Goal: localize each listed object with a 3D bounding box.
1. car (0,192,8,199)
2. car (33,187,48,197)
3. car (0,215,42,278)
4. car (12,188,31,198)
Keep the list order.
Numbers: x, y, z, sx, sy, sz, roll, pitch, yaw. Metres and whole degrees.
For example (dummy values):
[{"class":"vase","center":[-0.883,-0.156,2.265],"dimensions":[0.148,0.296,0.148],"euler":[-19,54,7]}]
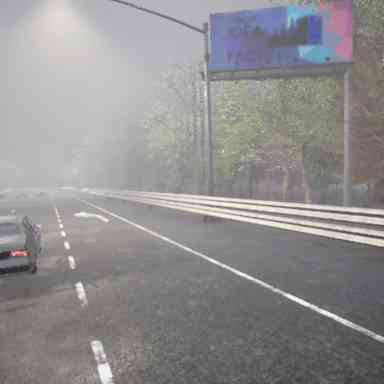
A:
[{"class":"car","center":[-36.436,0.628,63.653],"dimensions":[1.895,1.301,4.718],"euler":[-3,2,-23]},{"class":"car","center":[-29.967,0.308,66.312],"dimensions":[1.895,1.301,4.718],"euler":[-3,2,-23]},{"class":"car","center":[-5.300,1.374,9.286],"dimensions":[2.033,1.411,5.357],"euler":[-3,2,-23]},{"class":"car","center":[-33.188,0.413,64.943],"dimensions":[2.033,1.411,5.357],"euler":[-3,2,-23]}]
